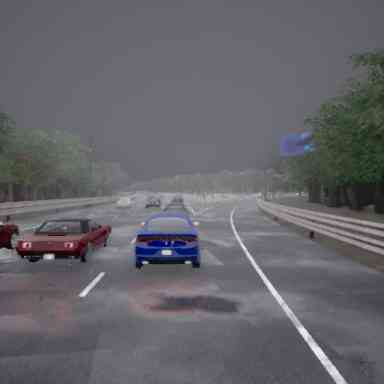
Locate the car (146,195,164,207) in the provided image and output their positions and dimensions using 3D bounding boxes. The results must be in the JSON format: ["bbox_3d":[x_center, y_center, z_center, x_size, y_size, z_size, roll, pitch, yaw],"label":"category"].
[{"bbox_3d":[-5.333,1.487,46.490,2.033,1.411,5.357,0,0,-2],"label":"car"}]

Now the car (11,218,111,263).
[{"bbox_3d":[-4.236,1.582,11.909,1.895,1.301,4.718,0,0,-2],"label":"car"}]

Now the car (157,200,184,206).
[{"bbox_3d":[-1.181,1.537,23.697,1.994,1.385,4.181,0,0,-2],"label":"car"}]

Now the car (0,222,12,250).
[{"bbox_3d":[-7.687,1.452,11.203,1.882,1.535,5.008,0,0,-2],"label":"car"}]

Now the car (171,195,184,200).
[{"bbox_3d":[-2.619,1.314,61.161,2.097,1.767,4.553,0,0,-3],"label":"car"}]

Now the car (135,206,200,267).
[{"bbox_3d":[-0.767,1.468,11.386,1.882,1.535,5.008,0,0,-2],"label":"car"}]

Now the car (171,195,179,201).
[{"bbox_3d":[-4.261,1.509,85.064,1.882,1.535,5.008,0,0,-5],"label":"car"}]

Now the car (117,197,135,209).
[{"bbox_3d":[-8.777,1.458,44.321,1.812,1.442,4.674,0,0,-2],"label":"car"}]
